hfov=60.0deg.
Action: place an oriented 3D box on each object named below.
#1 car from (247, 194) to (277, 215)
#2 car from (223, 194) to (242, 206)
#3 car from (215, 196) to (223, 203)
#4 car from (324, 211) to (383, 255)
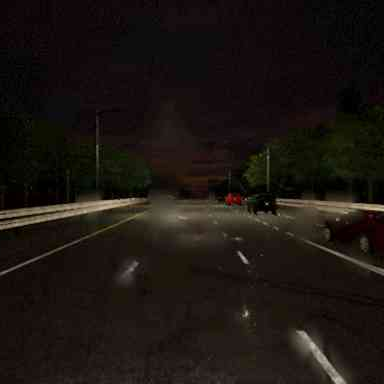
[{"bbox_3d":[7.004,1.233,33.690,2.150,2.045,5.566,0,0,0],"label":"car"},{"bbox_3d":[7.063,1.319,56.521,2.150,2.045,5.566,0,0,0],"label":"car"},{"bbox_3d":[7.194,1.847,81.150,1.837,1.490,4.892,0,-1,0],"label":"car"},{"bbox_3d":[7.123,1.487,13.478,1.882,1.535,5.008,0,0,-2],"label":"car"}]
